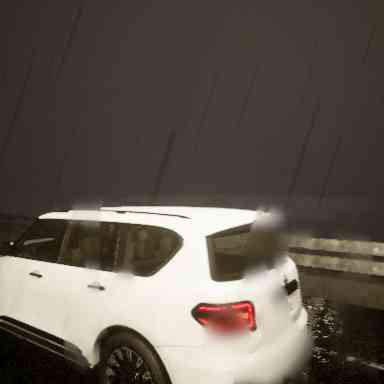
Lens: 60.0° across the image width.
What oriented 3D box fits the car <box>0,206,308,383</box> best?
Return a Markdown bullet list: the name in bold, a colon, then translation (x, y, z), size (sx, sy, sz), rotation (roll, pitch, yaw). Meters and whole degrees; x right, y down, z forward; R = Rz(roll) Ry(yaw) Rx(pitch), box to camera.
- **car**: translation (-1.230, 1.226, 4.883), size (5.566, 2.045, 2.150), rotation (0, 0, 36)
